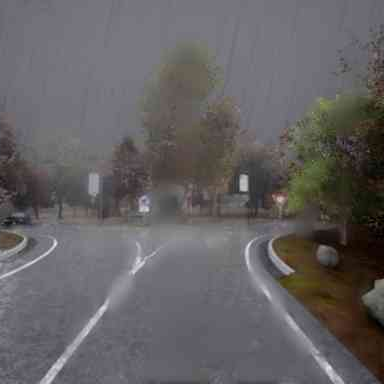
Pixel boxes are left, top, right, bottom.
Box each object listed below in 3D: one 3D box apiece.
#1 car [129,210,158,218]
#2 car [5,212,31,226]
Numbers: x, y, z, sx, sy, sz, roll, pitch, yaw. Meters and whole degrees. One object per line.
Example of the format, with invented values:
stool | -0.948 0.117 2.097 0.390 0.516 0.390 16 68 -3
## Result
car | -8.599 3.807 57.369 5.357 1.411 2.033 2 -3 -17
car | -18.808 2.913 36.200 2.033 1.411 5.357 1 -3 -18
